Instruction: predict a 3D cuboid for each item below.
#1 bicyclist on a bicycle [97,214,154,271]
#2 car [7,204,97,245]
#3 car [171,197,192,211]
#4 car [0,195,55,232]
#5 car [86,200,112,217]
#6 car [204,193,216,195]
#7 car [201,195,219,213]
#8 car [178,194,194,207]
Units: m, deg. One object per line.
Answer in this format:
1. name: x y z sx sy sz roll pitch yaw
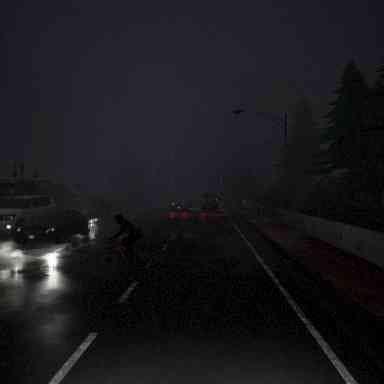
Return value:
1. bicyclist on a bicycle: -1.898 1.453 9.438 1.656 1.620 0.582 -1 0 3
2. car: -6.330 1.526 15.702 1.812 1.442 4.674 0 0 3
3. car: -1.365 1.526 39.733 1.812 1.442 4.674 0 0 3
4. car: -9.682 1.214 18.751 2.150 2.045 5.566 0 1 3
5. car: -8.980 1.492 31.135 2.128 1.511 4.902 0 0 4
6. car: 2.562 1.221 47.164 2.150 2.045 5.566 0 0 3
7. car: 2.026 1.478 37.187 1.882 1.535 5.008 0 0 3
8. car: -0.841 1.478 49.062 1.882 1.535 5.008 0 0 3
